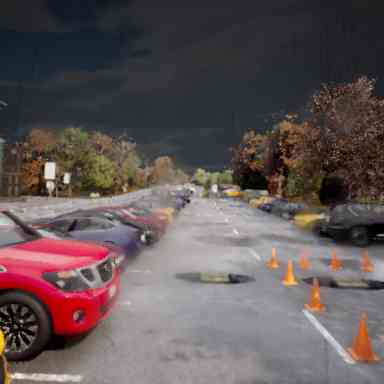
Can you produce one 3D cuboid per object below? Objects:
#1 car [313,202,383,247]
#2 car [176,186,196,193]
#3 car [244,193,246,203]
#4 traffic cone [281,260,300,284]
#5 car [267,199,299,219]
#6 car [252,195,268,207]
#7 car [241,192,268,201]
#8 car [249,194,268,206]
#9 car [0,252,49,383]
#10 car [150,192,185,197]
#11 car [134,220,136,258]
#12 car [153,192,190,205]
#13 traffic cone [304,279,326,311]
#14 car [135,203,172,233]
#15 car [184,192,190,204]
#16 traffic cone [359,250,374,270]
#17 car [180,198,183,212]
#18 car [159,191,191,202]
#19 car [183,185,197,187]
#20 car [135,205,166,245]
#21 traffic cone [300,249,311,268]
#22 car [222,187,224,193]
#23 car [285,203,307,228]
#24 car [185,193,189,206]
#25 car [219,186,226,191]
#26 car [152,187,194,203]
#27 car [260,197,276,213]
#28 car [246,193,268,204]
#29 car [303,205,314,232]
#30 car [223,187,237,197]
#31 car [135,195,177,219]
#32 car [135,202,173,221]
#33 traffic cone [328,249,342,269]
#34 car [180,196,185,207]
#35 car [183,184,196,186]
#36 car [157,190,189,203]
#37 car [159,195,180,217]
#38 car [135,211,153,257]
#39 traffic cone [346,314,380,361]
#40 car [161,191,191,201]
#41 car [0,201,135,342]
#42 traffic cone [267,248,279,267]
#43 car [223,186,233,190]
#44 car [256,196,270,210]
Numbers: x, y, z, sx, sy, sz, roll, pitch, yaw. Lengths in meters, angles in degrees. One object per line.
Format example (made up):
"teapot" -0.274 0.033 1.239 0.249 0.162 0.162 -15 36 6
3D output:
"car" 9.361 1.556 16.374 5.566 2.045 2.435 1 0 2
"car" -2.099 -0.060 85.366 4.792 1.488 2.163 1 3 2
"car" 10.225 1.285 46.913 4.792 1.488 2.163 1 2 2
"traffic cone" 2.575 2.089 8.800 0.340 0.580 0.340 1 0 2
"car" 9.710 1.694 30.183 4.892 1.521 2.231 1 1 2
"car" 9.929 1.547 38.678 4.792 1.488 2.163 1 2 2
"car" 10.283 1.183 49.823 4.674 1.452 2.002 1 2 2
"car" 10.221 1.445 41.325 5.366 1.575 1.946 1 2 2
"car" -4.143 1.394 2.649 5.008 1.535 2.097 1 0 2
"car" -3.304 1.186 33.282 4.553 1.767 2.185 1 1 2
"car" -3.986 1.481 8.213 4.674 1.452 2.002 1 0 2
"car" -2.881 0.924 47.217 5.008 1.535 2.097 1 2 2
"traffic cone" 2.519 2.073 6.801 0.340 0.580 0.340 1 0 2
"car" -3.755 1.473 16.572 5.008 1.535 2.097 1 0 2
"car" -3.043 1.112 41.640 4.892 1.521 2.231 1 2 2
"traffic cone" 5.628 2.178 10.715 0.340 0.580 0.340 1 0 2
"car" -3.406 1.430 27.711 4.792 1.488 2.163 1 1 2
"car" -2.685 0.733 52.776 4.792 1.488 2.163 1 2 2
"car" -1.985 -0.225 88.136 5.008 1.535 2.097 1 3 2
"car" -3.832 1.470 13.783 5.008 1.535 2.097 1 0 2
"traffic cone" 3.630 2.127 10.771 0.340 0.580 0.340 1 0 2
"car" 11.051 0.138 87.776 4.792 1.488 2.163 1 3 2
"car" 9.298 1.778 21.957 5.366 1.575 1.946 1 0 2
"car" -3.146 1.219 38.864 4.792 1.488 2.163 1 1 2
"car" 11.053 -0.169 93.310 5.366 1.575 1.946 1 3 2
"car" -2.922 0.772 44.417 5.566 2.045 2.435 1 2 2
"car" 9.794 1.642 33.099 5.008 1.535 2.097 1 1 2
"car" 10.301 1.355 44.118 5.366 1.575 1.946 1 2 2
"car" 9.410 1.800 19.163 5.008 1.535 2.097 1 0 2
"car" 10.922 0.373 82.365 5.008 1.535 2.097 1 3 2
"car" -3.558 1.329 22.144 4.553 1.767 2.185 1 0 2
"car" -3.669 1.508 19.360 4.674 1.452 2.002 1 0 2
"traffic cone" 4.629 2.153 10.743 0.340 0.580 0.340 1 0 2
"car" -3.385 1.389 30.499 4.792 1.488 2.163 1 1 2
"car" -1.877 -0.610 90.894 5.566 2.045 2.435 1 3 2
"car" -2.761 0.692 49.987 4.553 1.767 2.185 1 2 2
"car" -3.479 1.307 24.923 4.553 1.767 2.185 1 0 2
"car" -3.935 1.488 10.998 4.792 1.488 2.163 1 0 2
"traffic cone" 2.464 2.056 4.802 0.340 0.580 0.340 1 0 2
"car" -2.663 0.616 55.558 4.792 1.488 2.163 1 2 2
"car" -4.025 1.167 5.432 5.566 2.045 2.435 1 0 2
"traffic cone" 2.631 2.102 10.799 0.340 0.580 0.340 1 0 2
"car" 11.040 0.114 85.125 4.553 1.767 2.185 1 3 2
"car" 9.874 1.584 35.887 5.008 1.535 2.097 1 1 2
